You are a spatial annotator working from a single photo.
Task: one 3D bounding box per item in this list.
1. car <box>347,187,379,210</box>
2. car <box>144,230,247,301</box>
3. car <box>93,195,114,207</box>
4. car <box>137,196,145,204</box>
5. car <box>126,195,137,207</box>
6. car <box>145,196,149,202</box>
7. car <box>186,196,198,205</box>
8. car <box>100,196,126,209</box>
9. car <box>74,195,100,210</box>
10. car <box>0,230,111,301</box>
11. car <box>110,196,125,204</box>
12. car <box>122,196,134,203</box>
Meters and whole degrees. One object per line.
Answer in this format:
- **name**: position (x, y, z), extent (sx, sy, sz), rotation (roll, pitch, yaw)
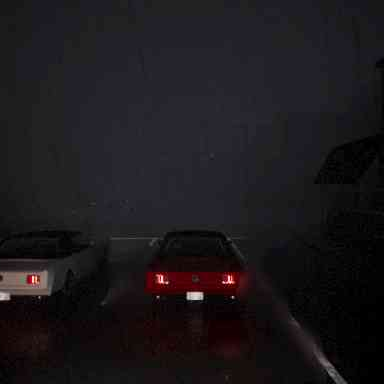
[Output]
- **car**: position (14.366, 0.769, 28.462), extent (4.553, 1.767, 2.097), rotation (-15, 0, -1)
- **car**: position (0.072, 1.601, 8.261), extent (1.895, 1.301, 4.718), rotation (0, 0, 0)
- **car**: position (-14.122, 1.352, 53.200), extent (2.097, 1.767, 4.553), rotation (0, 0, 1)
- **car**: position (-10.589, 1.564, 62.580), extent (1.994, 1.385, 4.181), rotation (0, 0, 1)
- **car**: position (-10.626, 1.352, 52.650), extent (2.097, 1.767, 4.553), rotation (0, 0, 0)
- **car**: position (-10.548, 1.536, 72.973), extent (2.033, 1.411, 5.357), rotation (0, 0, 0)
- **car**: position (0.057, 1.477, 57.116), extent (1.882, 1.535, 5.008), rotation (0, 0, 0)
- **car**: position (-10.625, 1.526, 44.926), extent (1.812, 1.442, 4.674), rotation (0, 0, 0)
- **car**: position (-14.128, 1.491, 44.147), extent (2.128, 1.511, 4.902), rotation (0, 0, 0)
- **car**: position (-3.428, 1.601, 8.241), extent (1.895, 1.301, 4.718), rotation (0, 0, 0)
- **car**: position (-14.092, 1.564, 63.081), extent (1.994, 1.385, 4.181), rotation (0, 0, 0)
- **car**: position (-14.048, 1.519, 73.004), extent (1.812, 1.442, 4.674), rotation (0, 0, 0)
